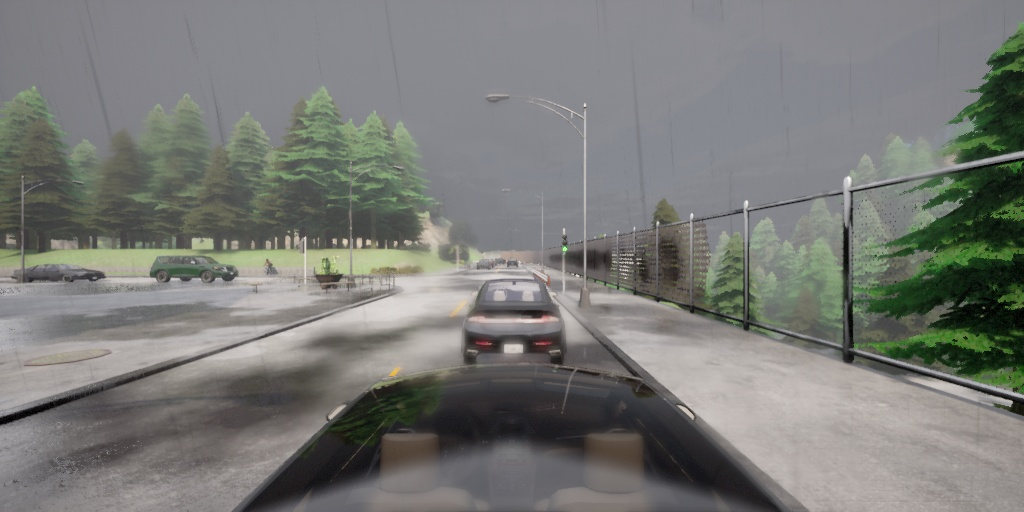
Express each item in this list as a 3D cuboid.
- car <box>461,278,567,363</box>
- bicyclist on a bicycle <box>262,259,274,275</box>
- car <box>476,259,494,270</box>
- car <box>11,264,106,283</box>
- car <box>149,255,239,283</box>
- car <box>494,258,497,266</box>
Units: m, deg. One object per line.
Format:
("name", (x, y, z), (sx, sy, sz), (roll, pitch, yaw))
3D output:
("car", (0.047, 1.240, 8.043), (2.128, 1.511, 4.902), (0, 0, 1))
("bicyclist on a bicycle", (-24.156, 1.091, 35.520), (0.582, 1.620, 1.656), (0, 0, 0))
("car", (-4.095, 1.242, 52.460), (1.837, 1.490, 4.892), (0, 0, 0))
("car", (-34.240, 1.291, 27.132), (5.357, 1.411, 2.033), (0, 0, 0))
("car", (-23.958, 0.965, 27.123), (5.566, 2.045, 2.150), (0, 0, 0))
("car", (-4.068, 1.213, 61.982), (1.882, 1.535, 5.008), (0, 0, 0))
